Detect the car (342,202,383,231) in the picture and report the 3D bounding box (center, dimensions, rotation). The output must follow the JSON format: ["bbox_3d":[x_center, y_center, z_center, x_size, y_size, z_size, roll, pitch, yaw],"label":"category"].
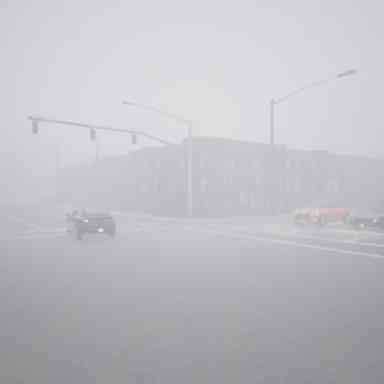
[{"bbox_3d":[12.140,1.577,21.288,5.357,1.411,2.033,0,0,-38],"label":"car"}]

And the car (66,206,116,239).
[{"bbox_3d":[-5.399,1.513,17.544,1.837,1.490,4.892,1,-1,-29],"label":"car"}]

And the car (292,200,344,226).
[{"bbox_3d":[9.166,1.380,23.436,4.553,1.767,2.097,0,0,-35],"label":"car"}]
